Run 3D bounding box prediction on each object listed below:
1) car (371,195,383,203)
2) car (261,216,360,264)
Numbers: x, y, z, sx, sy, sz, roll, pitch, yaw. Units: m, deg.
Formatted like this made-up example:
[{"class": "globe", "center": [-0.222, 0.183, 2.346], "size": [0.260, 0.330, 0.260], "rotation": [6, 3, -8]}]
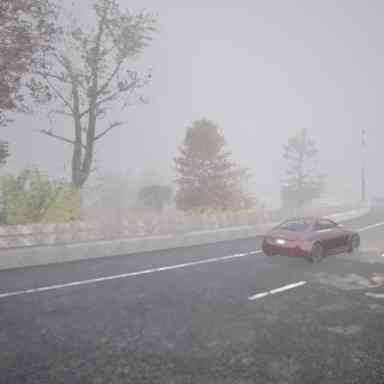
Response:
[{"class": "car", "center": [37.137, 1.417, 66.054], "size": [1.882, 1.535, 5.008], "rotation": [0, 0, 12]}, {"class": "car", "center": [4.419, 1.592, 12.170], "size": [4.181, 1.385, 1.994], "rotation": [0, 0, -41]}]
